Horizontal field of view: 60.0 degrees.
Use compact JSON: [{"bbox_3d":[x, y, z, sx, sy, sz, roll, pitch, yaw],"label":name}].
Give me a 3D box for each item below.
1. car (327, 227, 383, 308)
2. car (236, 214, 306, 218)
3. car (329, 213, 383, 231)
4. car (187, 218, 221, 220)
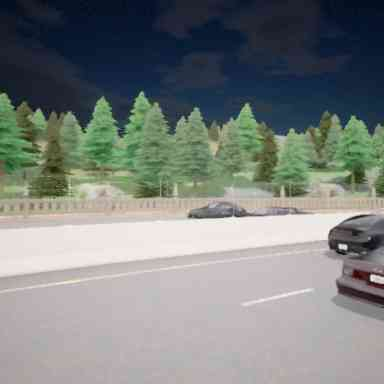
[{"bbox_3d":[5.393,1.557,6.960,5.357,1.411,2.033,0,0,-29],"label":"car"},{"bbox_3d":[4.685,1.523,18.700,5.357,1.411,2.033,0,0,-27],"label":"car"},{"bbox_3d":[6.948,1.511,11.718,4.892,1.490,1.837,0,0,-28],"label":"car"},{"bbox_3d":[2.030,1.557,21.221,4.718,1.301,1.895,0,0,-27],"label":"car"}]
